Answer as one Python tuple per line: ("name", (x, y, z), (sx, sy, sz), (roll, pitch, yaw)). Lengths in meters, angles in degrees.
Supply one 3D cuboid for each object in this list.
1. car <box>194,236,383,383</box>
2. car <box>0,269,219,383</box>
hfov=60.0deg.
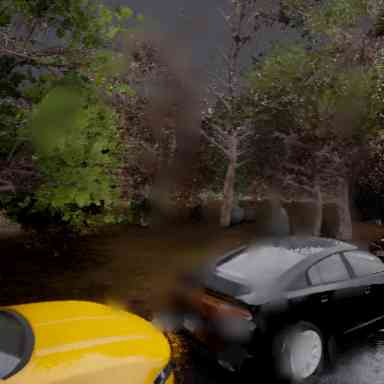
("car", (2.046, 1.490, 5.507), (5.008, 1.535, 2.097), (0, 1, -33))
("car", (-2.477, 1.478, 2.270), (5.008, 1.535, 2.097), (0, 1, -33))
